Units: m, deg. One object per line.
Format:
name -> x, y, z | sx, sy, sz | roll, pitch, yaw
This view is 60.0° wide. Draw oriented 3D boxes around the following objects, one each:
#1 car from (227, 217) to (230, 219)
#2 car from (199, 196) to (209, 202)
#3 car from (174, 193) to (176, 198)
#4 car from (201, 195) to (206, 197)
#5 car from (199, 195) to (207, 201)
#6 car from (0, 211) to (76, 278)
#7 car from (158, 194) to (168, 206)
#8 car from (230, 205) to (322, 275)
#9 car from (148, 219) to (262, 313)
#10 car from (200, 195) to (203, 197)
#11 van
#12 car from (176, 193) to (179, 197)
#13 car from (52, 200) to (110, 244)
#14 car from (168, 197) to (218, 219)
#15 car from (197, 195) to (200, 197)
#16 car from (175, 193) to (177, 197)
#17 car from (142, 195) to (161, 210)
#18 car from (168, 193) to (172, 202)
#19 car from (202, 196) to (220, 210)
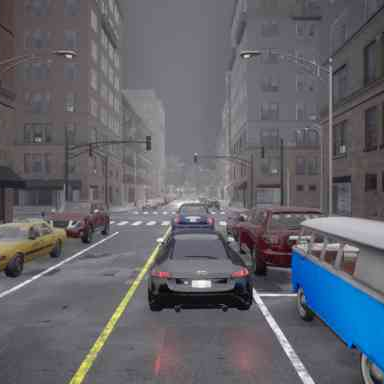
car -> 2.650, 1.581, 16.064 | 1.802, 1.307, 4.206 | 0, 0, 0
car -> 2.694, 1.548, 75.963 | 2.008, 1.369, 4.403 | 0, 0, 0
car -> -5.347, 1.548, 75.970 | 2.008, 1.369, 4.403 | 0, 0, 0
car -> 2.674, 1.541, 48.554 | 1.887, 1.381, 4.507 | 0, 0, 0
car -> 2.698, 1.438, 81.446 | 1.967, 1.590, 4.097 | 0, 0, 0
car -> -5.392, 1.525, 10.221 | 1.752, 1.417, 4.829 | 0, 0, 0
car -> -5.372, 1.522, 53.871 | 1.752, 1.417, 4.829 | 0, 0, 0
car -> 2.646, 1.314, 10.384 | 2.192, 1.841, 5.009 | 0, 0, 0
car -> 0.104, 1.564, 7.777 | 1.994, 1.385, 4.181 | 0, 0, -2
car -> 2.678, 1.547, 54.035 | 2.008, 1.369, 4.403 | 0, 0, 0
van -> 2.642, 1.341, 4.706 | 1.690, 1.788, 3.998 | 0, 0, 0
car -> -5.335, 1.313, 86.934 | 2.192, 1.841, 5.009 | 0, 0, 0
car -> -5.388, 1.314, 16.070 | 2.192, 1.841, 5.009 | 0, 0, 0
car -> 0.062, 1.351, 17.833 | 2.097, 1.767, 4.553 | 0, 0, 0
car -> 2.690, 1.548, 70.481 | 2.008, 1.369, 4.403 | 0, 0, 0
car -> -5.341, 1.563, 81.452 | 1.947, 1.339, 4.313 | 0, 0, 0
car -> -5.384, 1.522, 42.908 | 1.752, 1.417, 4.829 | 0, 0, 0
car -> -5.365, 1.312, 59.524 | 2.192, 1.841, 5.009 | 0, 0, 0
car -> 2.670, 1.547, 43.072 | 2.008, 1.369, 4.403 | 0, 0, 0
